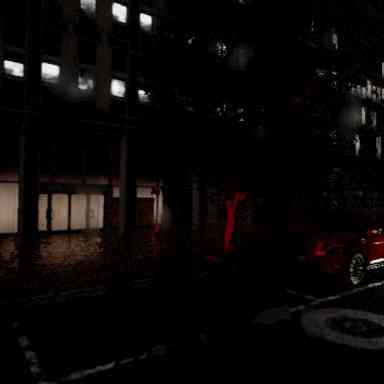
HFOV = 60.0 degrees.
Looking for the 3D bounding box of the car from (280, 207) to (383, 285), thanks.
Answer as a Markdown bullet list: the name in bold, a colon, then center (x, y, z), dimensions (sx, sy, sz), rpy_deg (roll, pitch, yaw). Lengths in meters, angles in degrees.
- **car**: center (4.890, 1.414, 10.032), dimensions (5.009, 1.841, 2.192), rpy_deg (1, 0, -35)
